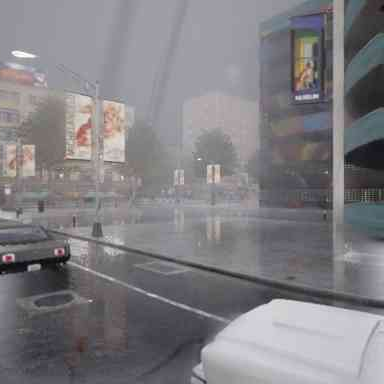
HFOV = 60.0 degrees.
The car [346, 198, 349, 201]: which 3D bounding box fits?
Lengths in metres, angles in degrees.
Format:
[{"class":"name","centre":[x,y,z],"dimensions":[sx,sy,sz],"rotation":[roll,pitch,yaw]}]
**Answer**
[{"class":"car","centre":[23.629,1.413,53.837],"dimensions":[4.786,1.482,2.161],"rotation":[0,0,-42]}]

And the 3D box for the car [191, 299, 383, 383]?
[{"class":"car","centre":[2.335,1.601,2.455],"dimensions":[4.718,1.301,1.895],"rotation":[0,0,35]}]

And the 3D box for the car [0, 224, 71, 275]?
[{"class":"car","centre":[-5.466,1.601,9.940],"dimensions":[1.895,1.301,4.718],"rotation":[0,0,-43]}]

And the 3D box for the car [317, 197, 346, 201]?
[{"class":"car","centre":[17.393,1.320,42.573],"dimensions":[4.674,1.452,2.002],"rotation":[0,0,-42]}]
